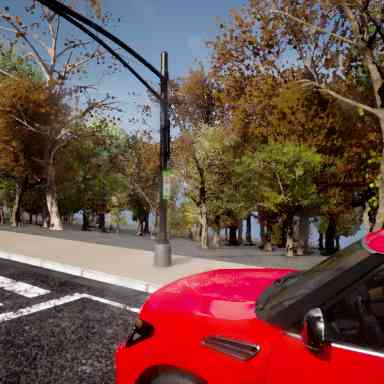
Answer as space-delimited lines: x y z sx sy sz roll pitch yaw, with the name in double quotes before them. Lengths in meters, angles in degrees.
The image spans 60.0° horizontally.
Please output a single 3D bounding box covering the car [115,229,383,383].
"car" 1.976 1.221 2.304 5.566 2.045 2.150 0 0 34
